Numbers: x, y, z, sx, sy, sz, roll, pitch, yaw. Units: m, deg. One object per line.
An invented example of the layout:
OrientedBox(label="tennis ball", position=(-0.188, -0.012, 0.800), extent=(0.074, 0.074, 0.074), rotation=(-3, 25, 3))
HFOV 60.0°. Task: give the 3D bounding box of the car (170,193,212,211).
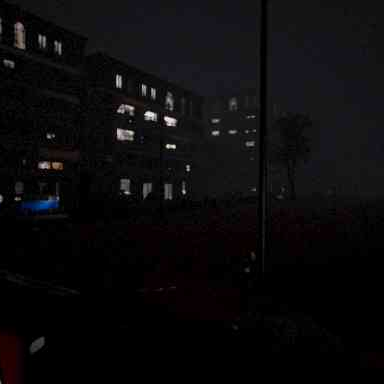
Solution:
OrientedBox(label="car", position=(-0.287, 1.122, 32.882), extent=(1.887, 1.381, 4.507), rotation=(2, 2, 35))

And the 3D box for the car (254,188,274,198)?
OrientedBox(label="car", position=(15.124, 0.212, 69.653), extent=(2.192, 1.841, 5.009), rotation=(2, 2, 35))

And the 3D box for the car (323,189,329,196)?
OrientedBox(label="car", position=(28.363, 0.350, 74.008), extent=(2.008, 1.369, 4.403), rotation=(2, 2, 35))

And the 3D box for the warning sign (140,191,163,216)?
OrientedBox(label="warning sign", position=(-3.033, 0.843, 24.820), extent=(1.300, 1.860, 1.060), rotation=(0, 0, 35))

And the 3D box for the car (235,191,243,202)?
OrientedBox(label="car", position=(7.517, 0.633, 48.723), extent=(2.097, 1.767, 4.553), rotation=(1, 1, 35))

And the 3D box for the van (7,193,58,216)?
OrientedBox(label="van", position=(-13.526, 1.021, 28.528), extent=(1.690, 1.788, 3.998), rotation=(2, 2, 35))

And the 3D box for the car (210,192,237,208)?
OrientedBox(label="car", position=(2.897, 1.041, 37.452), extent=(2.008, 1.369, 4.403), rotation=(2, 2, 35))

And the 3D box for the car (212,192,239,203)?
OrientedBox(label="car", position=(5.176, 0.755, 50.773), extent=(1.837, 1.490, 4.892), rotation=(1, 1, 35))

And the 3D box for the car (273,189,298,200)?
OrientedBox(label="car", position=(15.728, 0.665, 55.870), extent=(1.752, 1.417, 4.829), rotation=(2, 2, 35))

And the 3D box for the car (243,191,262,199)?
OrientedBox(label="car", position=(11.840, 0.511, 64.949), extent=(1.752, 1.417, 4.829), rotation=(2, 2, 35))

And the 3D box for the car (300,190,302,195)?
OrientedBox(label="car", position=(27.853, 0.100, 87.937), extent=(1.887, 1.381, 4.507), rotation=(2, 2, 35))

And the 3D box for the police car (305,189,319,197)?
OrientedBox(label="police car", position=(27.726, 0.179, 76.621), extent=(1.930, 1.638, 5.238), rotation=(0, 1, 32))

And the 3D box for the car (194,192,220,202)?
OrientedBox(label="car", position=(2.388, 0.793, 51.381), extent=(2.008, 1.369, 4.403), rotation=(2, 2, 35))

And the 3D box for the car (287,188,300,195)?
OrientedBox(label="car", position=(24.672, -0.045, 83.361), extent=(2.192, 1.841, 5.009), rotation=(2, 2, 35))

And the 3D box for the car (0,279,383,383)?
OrientedBox(label="car", position=(-0.308, 1.543, 3.091), extent=(4.507, 1.381, 1.887), rotation=(0, 0, 36))

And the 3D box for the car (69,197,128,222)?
OrientedBox(label="car", position=(-6.652, 1.319, 23.745), extent=(1.947, 1.339, 4.313), rotation=(2, 2, 35))

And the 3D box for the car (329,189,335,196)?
OrientedBox(label="car", position=(34.730, 0.068, 83.144), extent=(1.967, 1.590, 4.097), rotation=(2, 2, 35))

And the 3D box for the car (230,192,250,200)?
OrientedBox(label="car", position=(8.754, 0.635, 60.521), extent=(1.947, 1.339, 4.313), rotation=(2, 2, 35))

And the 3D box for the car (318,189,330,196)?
OrientedBox(label="car", position=(33.656, 0.057, 84.791), extent=(1.801, 1.575, 5.366), rotation=(1, 1, 35))

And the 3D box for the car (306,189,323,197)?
OrientedBox(label="car", position=(25.180, 0.435, 69.440), extent=(2.008, 1.369, 4.403), rotation=(2, 2, 35))

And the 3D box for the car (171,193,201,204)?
OrientedBox(label="car", position=(-0.795, 0.895, 46.812), extent=(1.947, 1.339, 4.313), rotation=(2, 2, 35))

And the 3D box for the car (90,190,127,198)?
OrientedBox(label="car", position=(-8.526, 0.844, 31.198), extent=(2.150, 2.045, 5.566), rotation=(1, 1, 35))

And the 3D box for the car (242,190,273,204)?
OrientedBox(label="car", position=(9.263, 0.866, 46.591), extent=(2.008, 1.369, 4.403), rotation=(2, 2, 35))
